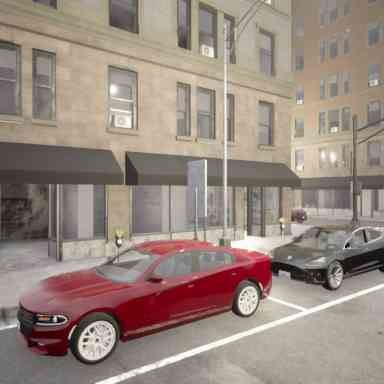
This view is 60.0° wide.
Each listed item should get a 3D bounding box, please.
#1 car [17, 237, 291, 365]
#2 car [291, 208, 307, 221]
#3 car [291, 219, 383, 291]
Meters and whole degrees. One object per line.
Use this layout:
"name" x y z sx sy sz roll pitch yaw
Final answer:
"car" -0.534 1.545 5.823 4.507 1.381 1.887 0 0 -36
"car" 6.481 1.546 25.740 1.882 1.535 5.008 0 0 -36
"car" 3.923 1.566 9.064 4.313 1.339 1.947 0 0 -36
